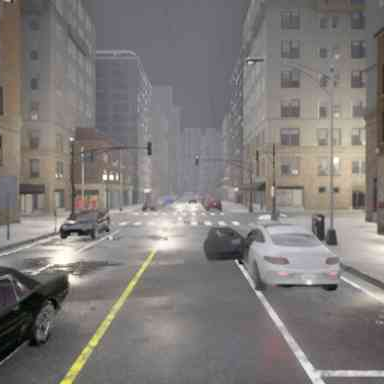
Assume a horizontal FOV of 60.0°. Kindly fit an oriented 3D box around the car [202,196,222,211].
[{"bbox_3d":[2.936,1.606,44.967,2.192,1.841,5.009,-1,0,0],"label":"car"}]

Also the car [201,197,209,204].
[{"bbox_3d":[3.014,2.035,78.650,1.752,1.417,4.829,-1,0,0],"label":"car"}]

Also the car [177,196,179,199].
[{"bbox_3d":[-5.487,2.052,95.255,1.967,1.590,4.097,-1,0,0],"label":"car"}]

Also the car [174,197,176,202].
[{"bbox_3d":[-5.522,1.823,78.499,2.192,1.841,5.009,-1,0,0],"label":"car"}]

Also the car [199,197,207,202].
[{"bbox_3d":[3.052,2.163,95.237,2.008,1.369,4.403,-1,0,0],"label":"car"}]

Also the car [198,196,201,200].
[{"bbox_3d":[2.986,1.754,67.310,2.192,1.841,5.009,-1,0,0],"label":"car"}]

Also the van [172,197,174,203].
[{"bbox_3d":[-5.533,1.815,72.913,1.690,1.788,3.998,-1,0,0],"label":"van"}]

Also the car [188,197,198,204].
[{"bbox_3d":[0.149,1.975,74.405,1.837,1.490,4.892,0,0,0],"label":"car"}]

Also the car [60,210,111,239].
[{"bbox_3d":[-5.641,1.673,18.110,1.947,1.339,4.313,-1,0,0],"label":"car"}]

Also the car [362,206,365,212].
[{"bbox_3d":[19.384,1.550,33.219,4.181,1.385,1.994,-1,0,0],"label":"car"}]

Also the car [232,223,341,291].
[{"bbox_3d":[2.369,1.578,9.028,1.812,1.442,4.674,0,0,0],"label":"car"}]

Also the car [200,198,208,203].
[{"bbox_3d":[3.027,2.109,84.066,1.947,1.339,4.313,-1,0,0],"label":"car"}]

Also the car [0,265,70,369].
[{"bbox_3d":[-3.093,1.621,3.640,1.895,1.301,4.718,0,0,0],"label":"car"}]

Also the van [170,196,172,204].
[{"bbox_3d":[-5.545,1.779,67.328,1.690,1.788,3.998,-1,0,0],"label":"van"}]

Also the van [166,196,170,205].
[{"bbox_3d":[-5.556,1.743,61.741,1.690,1.788,3.998,-1,0,0],"label":"van"}]

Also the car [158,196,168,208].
[{"bbox_3d":[-5.565,1.889,55.985,1.752,1.417,4.829,-1,0,0],"label":"car"}]

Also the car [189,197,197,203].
[{"bbox_3d":[0.170,1.962,84.827,2.033,1.411,5.357,0,0,0],"label":"car"}]

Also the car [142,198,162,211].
[{"bbox_3d":[-5.587,1.856,44.983,1.947,1.339,4.313,-1,0,0],"label":"car"}]
